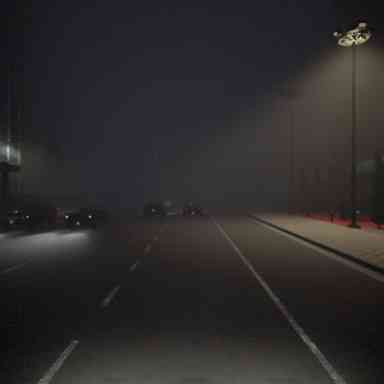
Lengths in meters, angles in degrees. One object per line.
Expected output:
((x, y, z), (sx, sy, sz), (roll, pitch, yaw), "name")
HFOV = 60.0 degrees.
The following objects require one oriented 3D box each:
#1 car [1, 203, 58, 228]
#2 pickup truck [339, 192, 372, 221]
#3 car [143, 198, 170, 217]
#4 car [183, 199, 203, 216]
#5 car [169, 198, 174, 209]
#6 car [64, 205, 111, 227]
((-10.576, 1.489, 21.951), (2.128, 1.511, 4.902), (0, 0, 0), "car")
((13.113, 1.059, 25.994), (2.390, 2.098, 6.274), (0, 0, 30), "pickup truck")
((-3.405, 1.562, 31.098), (1.994, 1.385, 4.181), (0, 0, 0), "car")
((0.089, 1.599, 32.164), (1.895, 1.301, 4.718), (0, 0, 0), "car")
((-3.469, 1.522, 45.816), (1.812, 1.442, 4.674), (0, 0, 0), "car")
((-7.007, 1.612, 22.653), (1.895, 1.301, 4.718), (0, 0, 0), "car")
